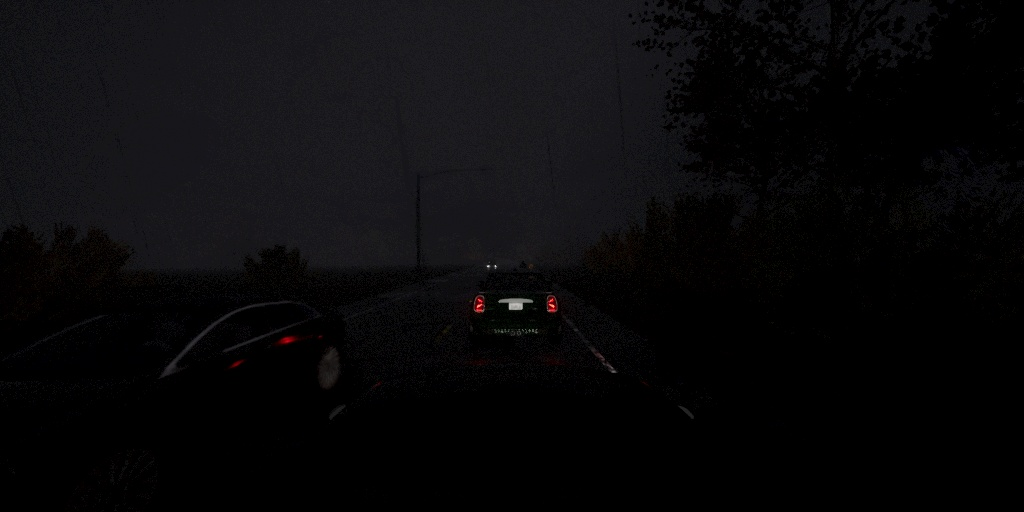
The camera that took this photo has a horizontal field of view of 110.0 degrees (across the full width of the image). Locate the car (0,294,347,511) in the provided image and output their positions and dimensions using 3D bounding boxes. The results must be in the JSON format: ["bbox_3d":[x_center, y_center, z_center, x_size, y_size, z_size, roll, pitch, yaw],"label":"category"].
[{"bbox_3d":[-3.608,1.241,3.915,2.128,1.511,4.902,0,0,0],"label":"car"}]

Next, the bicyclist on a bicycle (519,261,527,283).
[{"bbox_3d":[0.839,1.193,27.269,0.582,1.620,1.656,0,0,0],"label":"bicyclist on a bicycle"}]

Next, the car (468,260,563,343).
[{"bbox_3d":[0.072,1.099,9.808,2.097,1.767,4.553,0,0,0],"label":"car"}]

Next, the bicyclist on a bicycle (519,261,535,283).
[{"bbox_3d":[0.903,1.181,17.152,0.866,1.612,1.509,0,0,0],"label":"bicyclist on a bicycle"}]
